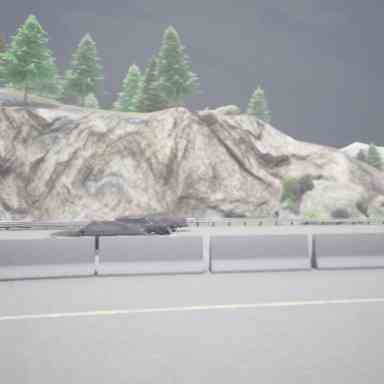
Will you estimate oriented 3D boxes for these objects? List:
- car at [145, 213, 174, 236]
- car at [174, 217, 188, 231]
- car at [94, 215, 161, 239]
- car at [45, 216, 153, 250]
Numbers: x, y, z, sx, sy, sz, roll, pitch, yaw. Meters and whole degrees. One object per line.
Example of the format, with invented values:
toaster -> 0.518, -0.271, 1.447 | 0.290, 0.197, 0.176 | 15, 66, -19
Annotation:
car -> -3.698, 2.131, 18.958 | 4.892, 1.490, 1.837 | 0, -2, -8
car -> -2.987, 2.393, 26.152 | 5.357, 1.411, 2.033 | 0, -2, -7
car -> -4.262, 2.301, 22.391 | 4.181, 1.385, 1.994 | 0, -2, -8
car -> -4.279, 2.043, 15.349 | 4.674, 1.442, 1.812 | 0, -2, -8
